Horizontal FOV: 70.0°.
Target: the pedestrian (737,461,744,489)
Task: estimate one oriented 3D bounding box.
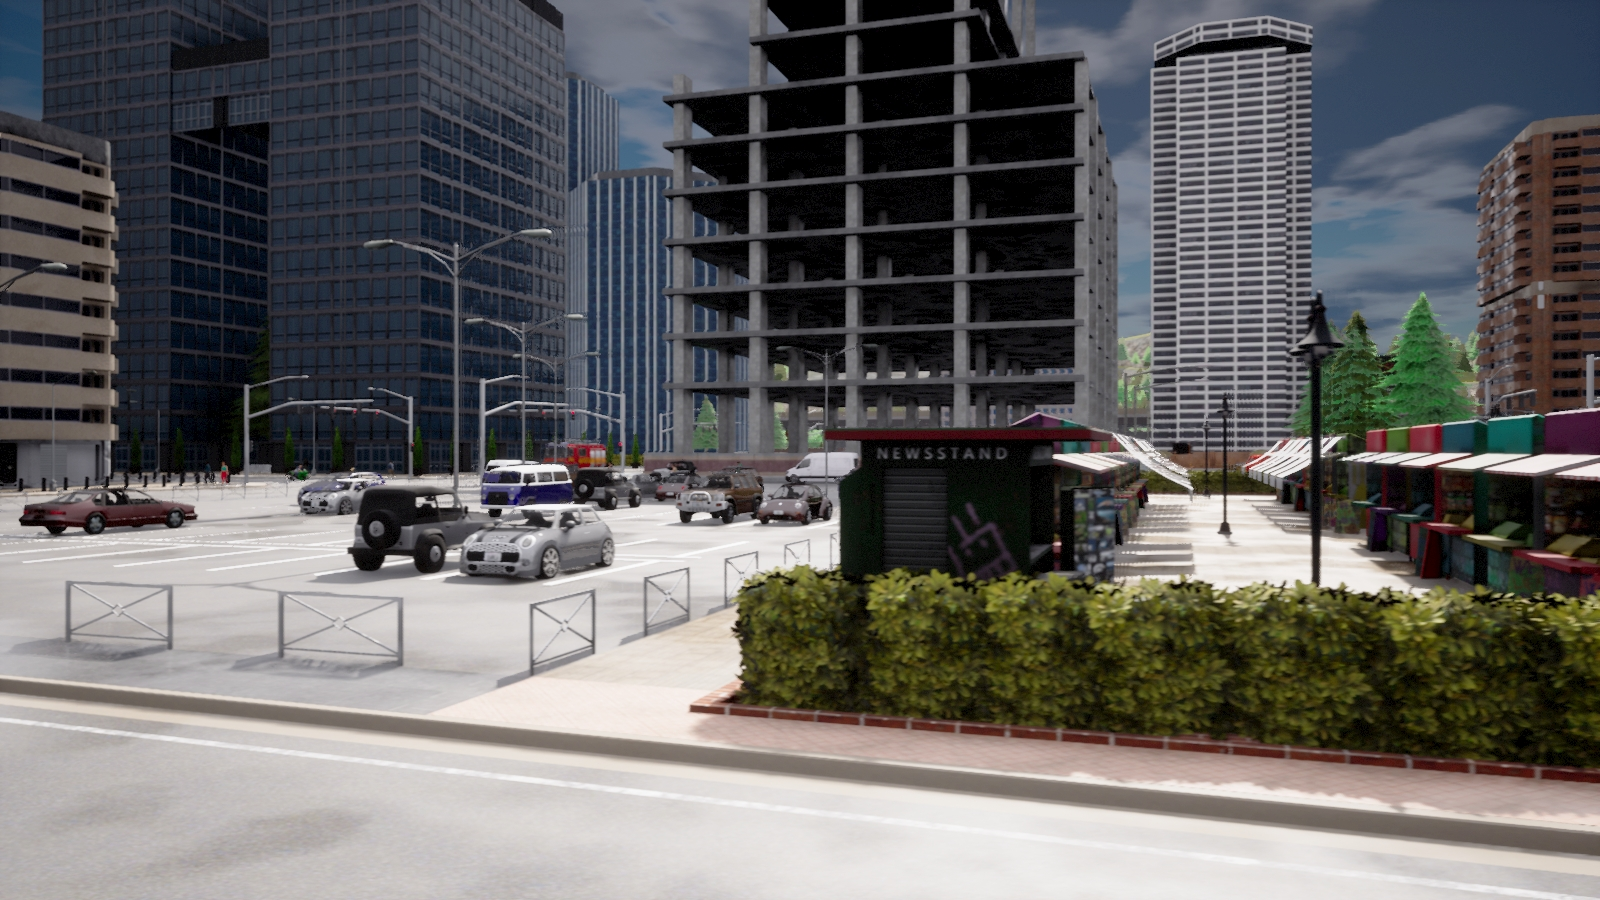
[{"bbox_3d":[-4.013,1.652,76.805,0.375,1.860,0.375,0,0,14],"label":"pedestrian"}]
